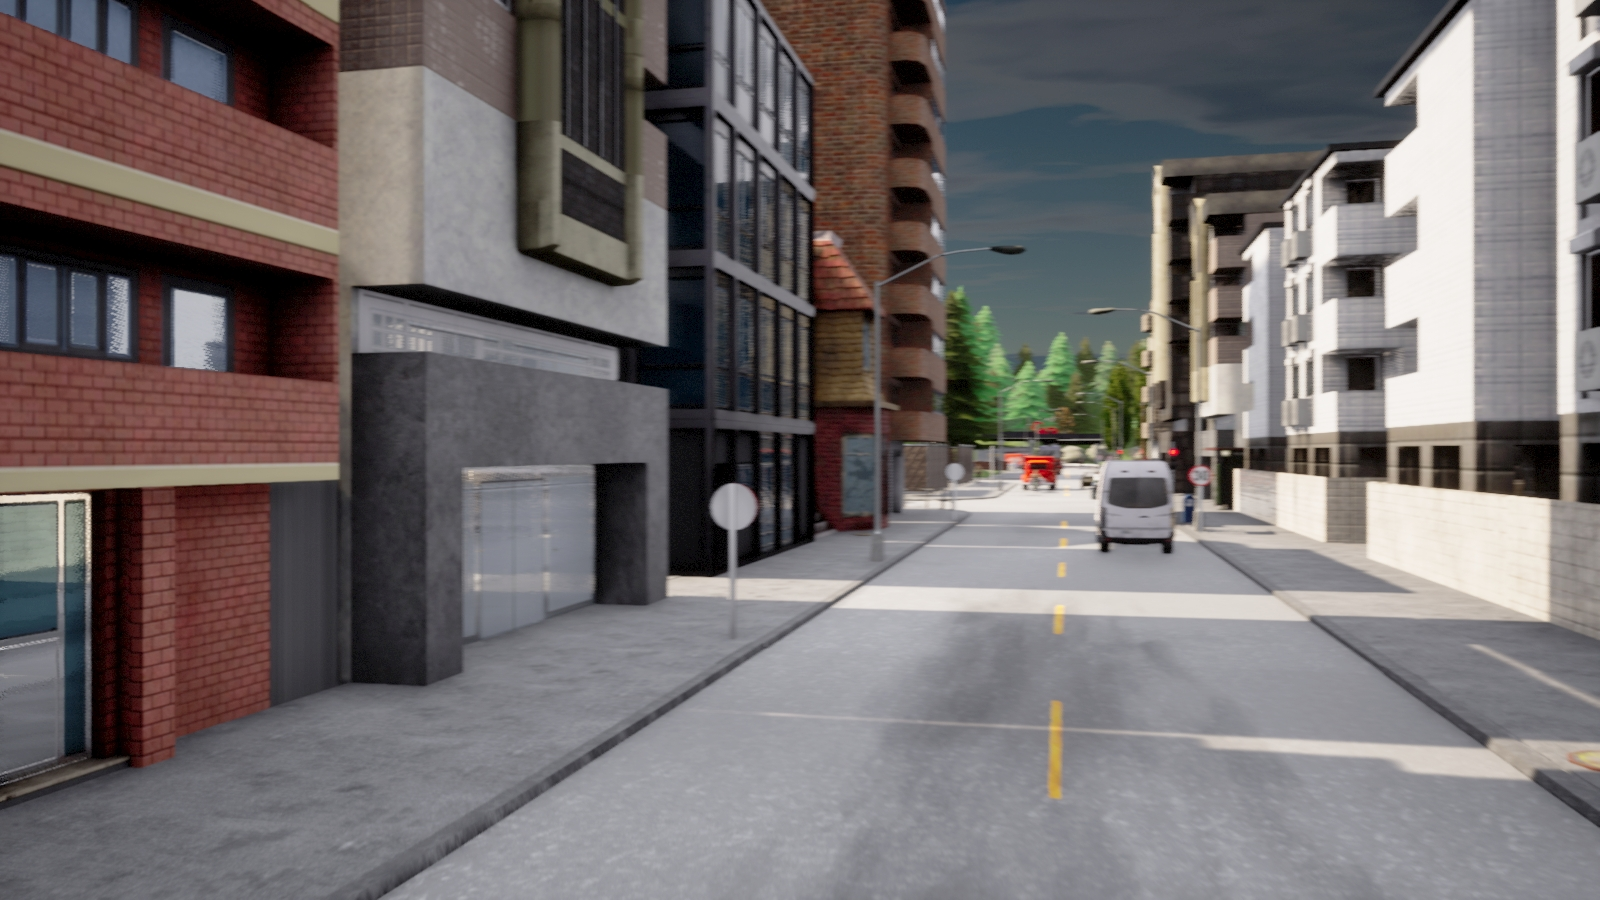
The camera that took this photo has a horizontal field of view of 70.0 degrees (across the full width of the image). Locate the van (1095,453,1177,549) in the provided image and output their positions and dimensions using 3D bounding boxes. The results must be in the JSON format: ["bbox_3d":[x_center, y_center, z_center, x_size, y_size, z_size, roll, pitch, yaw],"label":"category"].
[{"bbox_3d":[9.718,1.365,33.434,1.988,2.561,5.915,0,0,13],"label":"van"}]
